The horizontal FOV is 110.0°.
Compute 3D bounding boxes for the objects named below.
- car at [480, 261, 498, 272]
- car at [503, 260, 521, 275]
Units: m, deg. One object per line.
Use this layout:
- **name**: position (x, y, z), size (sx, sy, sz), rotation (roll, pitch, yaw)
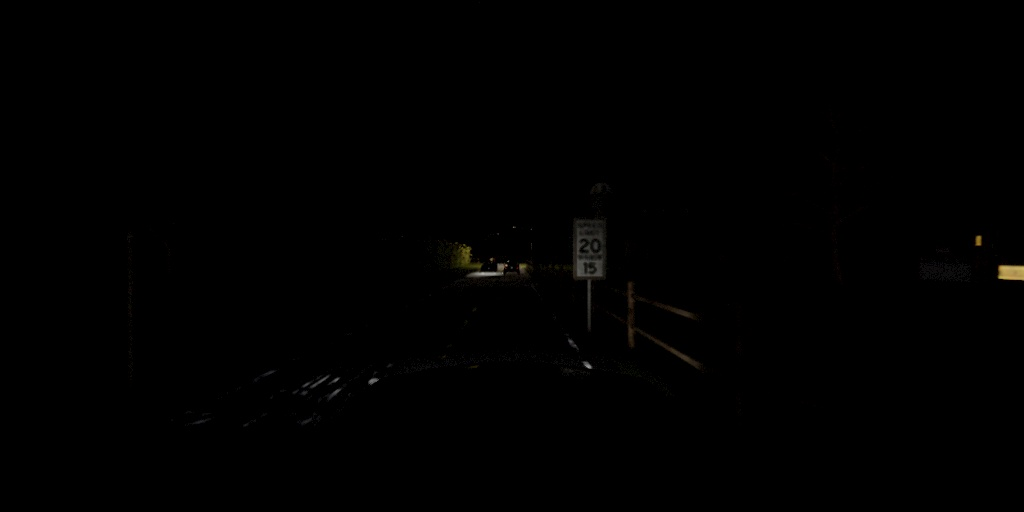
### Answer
- **car**: position (-2.777, 1.292, 44.616), size (1.994, 1.385, 4.181), rotation (0, 0, 0)
- **car**: position (-0.023, 1.275, 39.587), size (2.033, 1.411, 5.357), rotation (0, 0, 0)
